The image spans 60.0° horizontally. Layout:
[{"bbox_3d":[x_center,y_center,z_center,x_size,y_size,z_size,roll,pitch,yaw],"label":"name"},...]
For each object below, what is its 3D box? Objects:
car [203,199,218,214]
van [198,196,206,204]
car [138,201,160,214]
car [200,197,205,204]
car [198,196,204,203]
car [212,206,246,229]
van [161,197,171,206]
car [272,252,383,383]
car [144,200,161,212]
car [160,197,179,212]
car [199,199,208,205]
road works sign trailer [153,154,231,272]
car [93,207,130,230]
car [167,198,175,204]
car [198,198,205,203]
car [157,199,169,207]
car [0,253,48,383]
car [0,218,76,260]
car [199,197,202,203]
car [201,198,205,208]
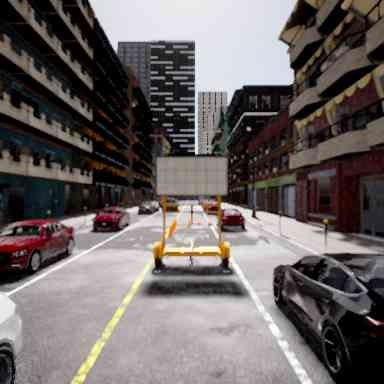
[{"bbox_3d":[2.560,1.871,39.463,1.802,1.307,4.206,1,0,0],"label":"car"},{"bbox_3d":[2.548,2.008,84.980,1.690,1.788,3.998,0,-1,0],"label":"van"},{"bbox_3d":[-5.320,1.840,39.450,2.008,1.369,4.403,1,0,0],"label":"car"},{"bbox_3d":[2.557,1.923,50.842,1.887,1.381,4.507,1,0,0],"label":"car"},{"bbox_3d":[2.551,2.044,68.080,1.752,1.417,4.829,0,0,0],"label":"car"},{"bbox_3d":[2.565,1.742,22.394,1.802,1.307,4.206,1,0,0],"label":"car"},{"bbox_3d":[-5.327,1.858,67.899,1.690,1.788,3.998,1,0,0],"label":"van"},{"bbox_3d":[2.571,1.603,5.326,1.947,1.339,4.313,1,0,0],"label":"car"},{"bbox_3d":[-5.321,1.857,44.970,1.752,1.417,4.829,1,0,0],"label":"car"},{"bbox_3d":[-2.858,1.679,44.347,2.097,1.767,4.553,0,0,0],"label":"car"},{"bbox_3d":[2.549,2.148,73.599,1.802,1.307,4.206,0,-1,0],"label":"car"},{"bbox_3d":[-0.003,0.542,11.012,2.380,3.560,2.880,0,0,0],"label":"road works sign trailer"},{"bbox_3d":[-5.314,1.705,22.380,1.887,1.381,4.507,1,0,0],"label":"car"},{"bbox_3d":[-5.334,2.212,84.967,1.887,1.381,4.507,0,-1,0],"label":"car"},{"bbox_3d":[2.544,2.245,90.838,1.752,1.417,4.829,0,-1,0],"label":"car"},{"bbox_3d":[-5.327,2.014,62.209,1.887,1.381,4.507,1,0,0],"label":"car"},{"bbox_3d":[-2.850,1.541,2.064,1.812,1.442,4.674,0,0,0],"label":"car"},{"bbox_3d":[-5.311,1.622,11.002,1.887,1.381,4.507,1,0,0],"label":"car"},{"bbox_3d":[2.555,1.950,56.702,1.752,1.417,4.829,0,0,0],"label":"car"},{"bbox_3d":[2.559,1.878,45.153,1.887,1.381,4.507,1,0,0],"label":"car"}]
